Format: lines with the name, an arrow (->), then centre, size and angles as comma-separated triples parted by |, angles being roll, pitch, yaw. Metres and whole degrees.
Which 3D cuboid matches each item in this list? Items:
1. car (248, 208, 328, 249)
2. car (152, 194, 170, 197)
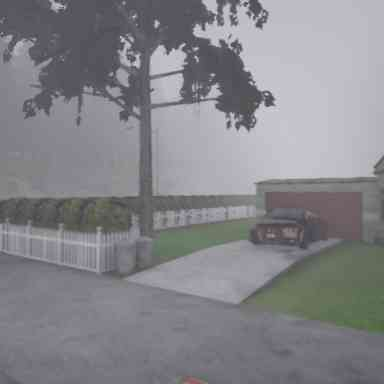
car -> 3.839, 1.305, 12.907 | 1.994, 1.381, 4.181 | 0, 0, 35
car -> -4.322, 1.248, 35.698 | 2.150, 2.045, 5.566 | 0, 0, 36
